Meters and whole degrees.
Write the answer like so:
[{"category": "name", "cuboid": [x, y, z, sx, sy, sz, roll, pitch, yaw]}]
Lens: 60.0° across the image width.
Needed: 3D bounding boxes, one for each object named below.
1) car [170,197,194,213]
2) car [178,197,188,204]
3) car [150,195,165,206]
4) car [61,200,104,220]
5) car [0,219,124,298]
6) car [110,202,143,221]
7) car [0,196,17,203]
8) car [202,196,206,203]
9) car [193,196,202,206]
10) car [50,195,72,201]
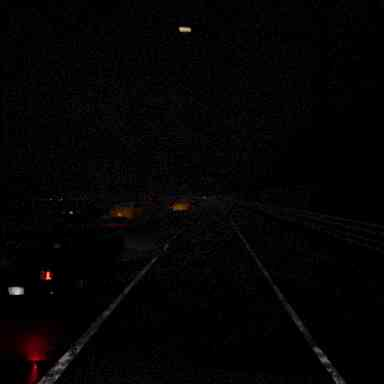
[{"category": "car", "cuboid": [-1.157, 1.727, 40.753, 1.882, 1.535, 5.008, 1, 0, 4]}, {"category": "car", "cuboid": [-2.161, 2.083, 80.032, 1.882, 1.535, 5.008, 1, -1, 4]}, {"category": "car", "cuboid": [-6.661, 1.613, 64.424, 2.150, 2.045, 5.566, 1, -1, 4]}, {"category": "car", "cuboid": [-9.003, 1.636, 27.718, 2.033, 1.411, 5.357, 1, 0, 4]}, {"category": "car", "cuboid": [-3.209, 1.624, 8.600, 1.895, 1.301, 4.718, 1, 0, 4]}, {"category": "car", "cuboid": [-5.460, 1.604, 28.259, 1.882, 1.535, 5.008, 1, 0, 4]}, {"category": "car", "cuboid": [-22.420, 1.375, 38.157, 2.097, 1.767, 4.553, 1, 0, 4]}, {"category": "car", "cuboid": [1.969, 2.359, 89.828, 1.895, 1.301, 4.718, 1, -1, 4]}, {"category": "car", "cuboid": [0.320, 1.962, 63.931, 1.837, 1.490, 4.892, 1, -1, 4]}, {"category": "car", "cuboid": [-21.335, 1.226, 54.249, 2.097, 1.767, 4.553, 1, 0, 4]}]
